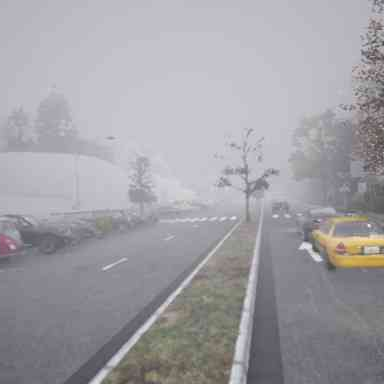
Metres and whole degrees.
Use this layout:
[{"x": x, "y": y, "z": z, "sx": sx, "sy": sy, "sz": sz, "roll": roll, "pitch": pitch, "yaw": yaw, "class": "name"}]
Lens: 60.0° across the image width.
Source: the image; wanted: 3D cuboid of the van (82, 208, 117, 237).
[{"x": -7.633, "y": 2.174, "z": 22.459, "sx": 4.442, "sy": 1.987, "sz": 1.878, "roll": -4, "pitch": -1, "yaw": -8, "class": "van"}]

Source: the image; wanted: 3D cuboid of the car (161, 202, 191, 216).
[{"x": -2.958, "y": 2.501, "z": 42.965, "sx": 4.792, "sy": 1.488, "sz": 2.163, "roll": -4, "pitch": -1, "yaw": -8, "class": "car"}]

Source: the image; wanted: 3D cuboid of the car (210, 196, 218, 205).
[{"x": 1.487, "y": 2.231, "z": 63.486, "sx": 5.566, "sy": 2.045, "sz": 2.435, "roll": -4, "pitch": 0, "yaw": -8, "class": "car"}]

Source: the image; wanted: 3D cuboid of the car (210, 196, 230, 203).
[{"x": 7.786, "y": 2.188, "z": 92.779, "sx": 5.366, "sy": 1.575, "sz": 1.946, "roll": -4, "pitch": 0, "yaw": -8, "class": "car"}]

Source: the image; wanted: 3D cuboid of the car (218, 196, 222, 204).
[{"x": 3.425, "y": 2.288, "z": 72.288, "sx": 4.553, "sy": 1.767, "sz": 2.185, "roll": -4, "pitch": -1, "yaw": -8, "class": "car"}]

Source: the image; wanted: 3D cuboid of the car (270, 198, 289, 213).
[{"x": 10.317, "y": 1.640, "z": 39.009, "sx": 1.837, "sy": 1.490, "sz": 4.892, "roll": -4, "pitch": -1, "yaw": 13, "class": "car"}]

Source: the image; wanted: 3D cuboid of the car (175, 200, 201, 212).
[{"x": -1.877, "y": 2.503, "z": 48.792, "sx": 5.366, "sy": 1.575, "sz": 1.946, "roll": -4, "pitch": -1, "yaw": -8, "class": "car"}]

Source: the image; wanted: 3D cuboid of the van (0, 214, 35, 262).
[{"x": -9.330, "y": 2.124, "z": 13.760, "sx": 4.442, "sy": 1.987, "sz": 1.878, "roll": -4, "pitch": -1, "yaw": -8, "class": "van"}]

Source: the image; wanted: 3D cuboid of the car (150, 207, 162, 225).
[{"x": -5.542, "y": 2.454, "z": 31.240, "sx": 4.792, "sy": 1.488, "sz": 2.163, "roll": -4, "pitch": -1, "yaw": -8, "class": "car"}]

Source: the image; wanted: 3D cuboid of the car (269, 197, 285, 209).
[{"x": 13.002, "y": 1.664, "z": 51.347, "sx": 2.128, "sy": 1.511, "sz": 4.902, "roll": -4, "pitch": -1, "yaw": 12, "class": "car"}]

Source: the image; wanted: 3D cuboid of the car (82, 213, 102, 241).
[{"x": -8.138, "y": 2.381, "z": 19.560, "sx": 4.892, "sy": 1.521, "sz": 2.231, "roll": -4, "pitch": -1, "yaw": -8, "class": "car"}]

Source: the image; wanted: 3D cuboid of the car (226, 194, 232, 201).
[{"x": 6.691, "y": 1.988, "z": 86.957, "sx": 5.566, "sy": 2.045, "sz": 2.435, "roll": -4, "pitch": -1, "yaw": -8, "class": "car"}]

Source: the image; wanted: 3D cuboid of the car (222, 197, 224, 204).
[{"x": 4.110, "y": 2.421, "z": 75.221, "sx": 4.674, "sy": 1.452, "sz": 2.002, "roll": -4, "pitch": -1, "yaw": -8, "class": "car"}]

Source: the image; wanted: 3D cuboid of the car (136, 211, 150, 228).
[{"x": -6.212, "y": 2.455, "z": 28.297, "sx": 4.674, "sy": 1.452, "sz": 2.002, "roll": -4, "pitch": -1, "yaw": -8, "class": "car"}]

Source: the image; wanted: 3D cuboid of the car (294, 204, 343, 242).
[{"x": 6.245, "y": 1.497, "z": 16.405, "sx": 1.837, "sy": 1.490, "sz": 4.892, "roll": -4, "pitch": -1, "yaw": 12, "class": "car"}]

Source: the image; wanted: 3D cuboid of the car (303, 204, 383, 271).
[{"x": 4.994, "y": 1.423, "z": 10.730, "sx": 1.801, "sy": 1.575, "sz": 5.366, "roll": -4, "pitch": -1, "yaw": 12, "class": "car"}]

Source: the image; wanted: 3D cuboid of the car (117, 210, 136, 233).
[{"x": -6.839, "y": 2.276, "z": 25.392, "sx": 4.553, "sy": 1.767, "sz": 2.185, "roll": -4, "pitch": -1, "yaw": -8, "class": "car"}]

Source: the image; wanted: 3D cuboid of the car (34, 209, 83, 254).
[{"x": -8.777, "y": 2.116, "z": 16.662, "sx": 5.566, "sy": 2.045, "sz": 2.435, "roll": -4, "pitch": -1, "yaw": -8, "class": "car"}]

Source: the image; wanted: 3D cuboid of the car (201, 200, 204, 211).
[{"x": -1.051, "y": 2.540, "z": 51.757, "sx": 4.674, "sy": 1.452, "sz": 2.002, "roll": -4, "pitch": -1, "yaw": -8, "class": "car"}]

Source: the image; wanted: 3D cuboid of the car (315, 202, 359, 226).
[{"x": 10.057, "y": 1.484, "z": 23.497, "sx": 1.895, "sy": 1.301, "sz": 4.718, "roll": -4, "pitch": -1, "yaw": 12, "class": "car"}]

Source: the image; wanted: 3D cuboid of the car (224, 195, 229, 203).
[{"x": 6.070, "y": 2.301, "z": 84.022, "sx": 4.792, "sy": 1.488, "sz": 2.163, "roll": -4, "pitch": 0, "yaw": -8, "class": "car"}]

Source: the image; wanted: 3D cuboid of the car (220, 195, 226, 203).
[{"x": 4.760, "y": 2.346, "z": 78.150, "sx": 5.008, "sy": 1.535, "sz": 2.097, "roll": -4, "pitch": 0, "yaw": -8, "class": "car"}]

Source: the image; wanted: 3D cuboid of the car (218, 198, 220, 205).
[{"x": 2.823, "y": 2.482, "z": 69.361, "sx": 4.674, "sy": 1.452, "sz": 2.002, "roll": -4, "pitch": -1, "yaw": -8, "class": "car"}]

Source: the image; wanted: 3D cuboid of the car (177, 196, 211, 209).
[{"x": -0.392, "y": 2.252, "z": 54.704, "sx": 5.566, "sy": 2.045, "sz": 2.435, "roll": -4, "pitch": -1, "yaw": -8, "class": "car"}]

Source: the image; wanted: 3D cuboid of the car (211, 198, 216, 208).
[{"x": 1.069, "y": 2.476, "z": 60.581, "sx": 5.366, "sy": 1.575, "sz": 1.946, "roll": -4, "pitch": -1, "yaw": -8, "class": "car"}]
